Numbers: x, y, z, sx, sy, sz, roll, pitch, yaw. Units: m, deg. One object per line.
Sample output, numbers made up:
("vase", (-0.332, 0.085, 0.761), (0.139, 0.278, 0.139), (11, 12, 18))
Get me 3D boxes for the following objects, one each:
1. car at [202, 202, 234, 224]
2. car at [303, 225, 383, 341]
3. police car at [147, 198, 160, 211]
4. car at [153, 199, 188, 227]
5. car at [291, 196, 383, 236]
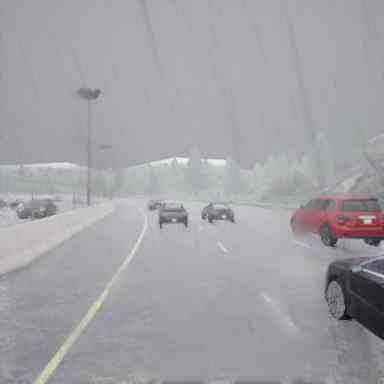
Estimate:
("car", (1.884, 1.505, 24.799), (1.812, 1.442, 4.674), (0, 0, -7))
("car", (3.445, 1.482, 4.369), (2.128, 1.511, 4.902), (0, 0, -1))
("police car", (-4.439, 1.485, 41.232), (2.038, 1.542, 4.974), (0, 0, -12))
("car", (-1.349, 1.479, 22.403), (2.128, 1.511, 4.902), (0, 0, -7))
("car", (6.416, 1.199, 15.164), (2.150, 2.045, 5.566), (0, 0, -4))
